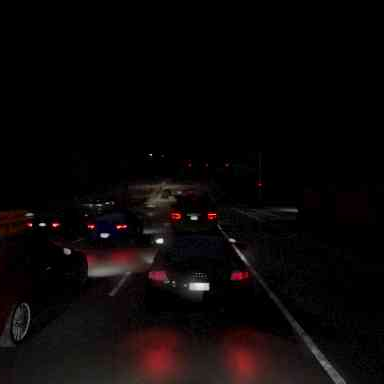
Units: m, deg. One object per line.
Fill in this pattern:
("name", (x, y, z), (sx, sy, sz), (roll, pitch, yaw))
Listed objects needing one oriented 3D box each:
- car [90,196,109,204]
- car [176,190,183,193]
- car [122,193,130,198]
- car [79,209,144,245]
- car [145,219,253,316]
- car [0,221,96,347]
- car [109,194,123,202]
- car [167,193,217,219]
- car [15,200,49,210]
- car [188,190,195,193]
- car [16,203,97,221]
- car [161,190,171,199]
("car", (-17.574, 1.506, 62.177), (1.837, 1.490, 4.892), (0, 0, 1))
("car", (-3.642, 1.070, 87.113), (1.812, 1.442, 4.674), (0, 3, 0))
("car", (-17.648, 0.931, 88.019), (1.882, 1.535, 5.008), (0, 3, 0))
("car", (-3.407, 1.526, 15.299), (1.812, 1.442, 4.674), (0, 0, 0))
("car", (0.103, 1.564, 7.612), (1.994, 1.385, 4.181), (0, 0, -1))
("car", (-3.408, 1.526, 6.170), (1.812, 1.442, 4.674), (0, 0, 0))
("car", (-17.564, 1.518, 73.940), (2.033, 1.411, 5.357), (0, 0, 0))
("car", (0.093, 1.221, 17.016), (2.150, 2.045, 5.566), (0, 0, 0))
("car", (-17.616, 1.601, 36.853), (1.895, 1.301, 4.718), (0, 0, 0))
("car", (-0.145, 1.000, 87.522), (1.882, 1.535, 5.008), (0, 3, 0))
("car", (-6.898, 1.547, 17.751), (2.033, 1.411, 5.357), (0, 0, -1))
("car", (-7.142, 1.070, 87.093), (1.812, 1.442, 4.674), (0, 3, 0))
